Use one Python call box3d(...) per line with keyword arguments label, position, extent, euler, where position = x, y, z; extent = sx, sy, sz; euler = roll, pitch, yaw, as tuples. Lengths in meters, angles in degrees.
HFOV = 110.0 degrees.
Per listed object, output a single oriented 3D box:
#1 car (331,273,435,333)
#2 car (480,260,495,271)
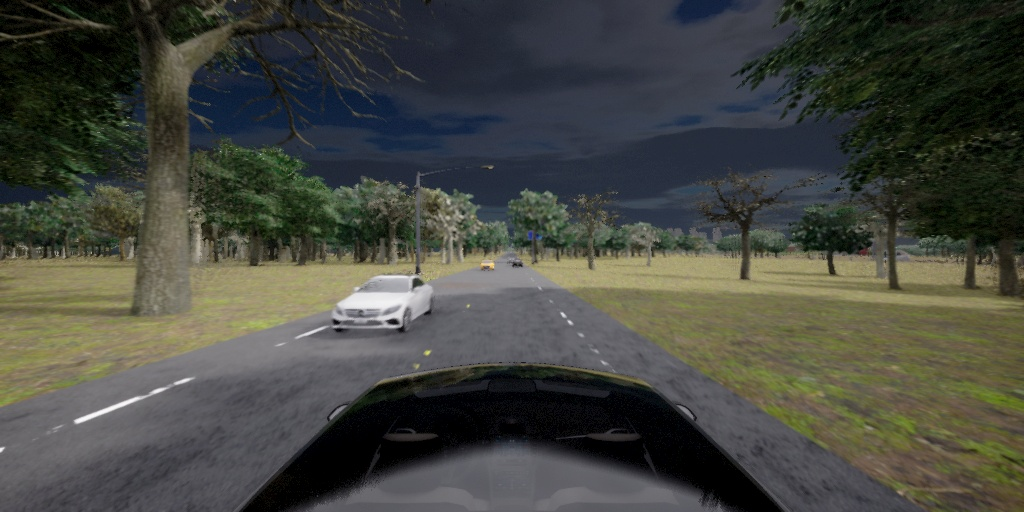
box3d(label="car", position=(-3.592, 1.280, 10.849), extent=(1.812, 1.442, 4.674), euler=(0, 0, 0))
box3d(label="car", position=(-3.544, 1.325, 52.202), extent=(1.882, 1.535, 5.008), euler=(0, 0, 1))
